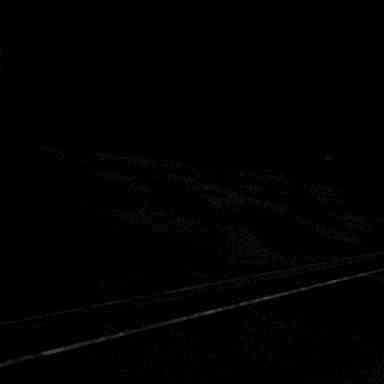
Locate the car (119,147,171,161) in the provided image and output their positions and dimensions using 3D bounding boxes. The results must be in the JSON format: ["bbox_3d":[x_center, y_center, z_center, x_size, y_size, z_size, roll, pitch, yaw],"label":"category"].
[{"bbox_3d":[-4.844,-3.351,30.864,4.892,1.521,2.231,2,-1,-43],"label":"car"}]

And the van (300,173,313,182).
[{"bbox_3d":[17.934,-2.083,55.379,1.878,1.987,4.442,1,-2,40],"label":"van"}]

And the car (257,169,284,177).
[{"bbox_3d":[10.625,-2.404,46.876,2.002,1.452,4.674,1,-2,42],"label":"car"}]

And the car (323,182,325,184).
[{"bbox_3d":[24.724,-1.178,63.989,2.163,1.488,4.792,1,-3,38],"label":"car"}]

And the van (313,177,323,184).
[{"bbox_3d":[21.398,-1.762,59.689,1.878,1.987,4.442,1,-3,39],"label":"van"}]

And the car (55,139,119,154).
[{"bbox_3d":[-8.813,-3.486,27.172,4.674,1.452,2.002,2,-1,-42],"label":"car"}]

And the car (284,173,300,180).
[{"bbox_3d":[14.264,-2.125,51.048,2.002,1.452,4.674,1,-2,41],"label":"car"}]

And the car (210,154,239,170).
[{"bbox_3d":[3.147,-3.188,38.779,2.435,2.045,5.566,1,-2,45],"label":"car"}]

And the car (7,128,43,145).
[{"bbox_3d":[-12.932,-3.671,23.503,4.792,1.488,2.163,2,-1,-41],"label":"car"}]

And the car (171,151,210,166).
[{"bbox_3d":[-0.803,-3.280,34.794,4.553,1.767,2.185,3,-1,-44],"label":"car"}]
